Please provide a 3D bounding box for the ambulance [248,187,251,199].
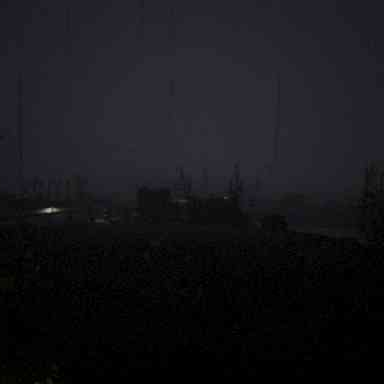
[{"bbox_3d":[5.830,0.531,45.694,2.351,2.431,6.366,0,-2,43],"label":"ambulance"}]
